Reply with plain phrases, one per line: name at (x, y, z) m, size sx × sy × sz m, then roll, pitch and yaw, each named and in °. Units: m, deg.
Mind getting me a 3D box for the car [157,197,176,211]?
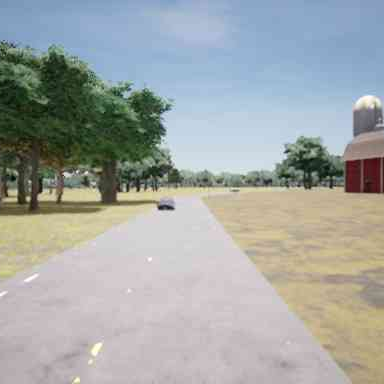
car at (-2.835, 1.305, 37.587) m, size 2.033 × 1.411 × 5.357 m, roll 0°, pitch 1°, yaw 0°
